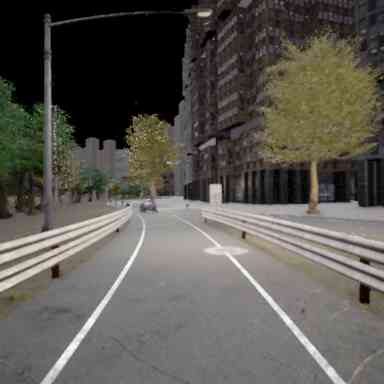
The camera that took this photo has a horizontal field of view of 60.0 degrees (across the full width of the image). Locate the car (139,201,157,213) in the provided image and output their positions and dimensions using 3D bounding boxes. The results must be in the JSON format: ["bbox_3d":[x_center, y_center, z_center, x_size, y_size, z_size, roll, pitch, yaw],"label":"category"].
[{"bbox_3d":[-5.792,1.960,44.031,1.812,1.442,4.674,0,0,-15],"label":"car"}]
